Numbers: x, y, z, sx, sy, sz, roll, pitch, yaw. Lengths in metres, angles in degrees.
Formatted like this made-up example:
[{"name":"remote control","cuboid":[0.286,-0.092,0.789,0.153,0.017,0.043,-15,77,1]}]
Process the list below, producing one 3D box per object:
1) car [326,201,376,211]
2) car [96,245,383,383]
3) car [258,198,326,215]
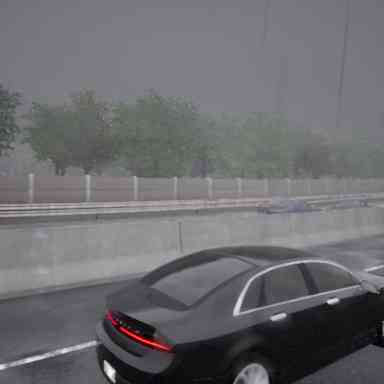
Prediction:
[{"name":"car","cuboid":[12.251,1.400,25.616,5.357,1.411,2.033,-1,1,-35]},{"name":"car","cuboid":[1.164,1.525,4.697,4.892,1.490,1.837,0,0,-35]},{"name":"car","cuboid":[8.233,1.435,27.049,5.357,1.411,2.033,-1,1,-35]}]
